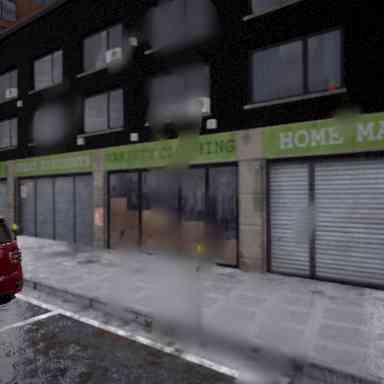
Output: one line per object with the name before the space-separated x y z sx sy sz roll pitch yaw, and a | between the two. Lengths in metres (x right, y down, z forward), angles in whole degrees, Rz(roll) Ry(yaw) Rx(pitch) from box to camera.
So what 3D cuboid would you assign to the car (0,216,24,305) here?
car | -5.390 1.293 6.701 5.009 1.841 2.192 0 -1 35
